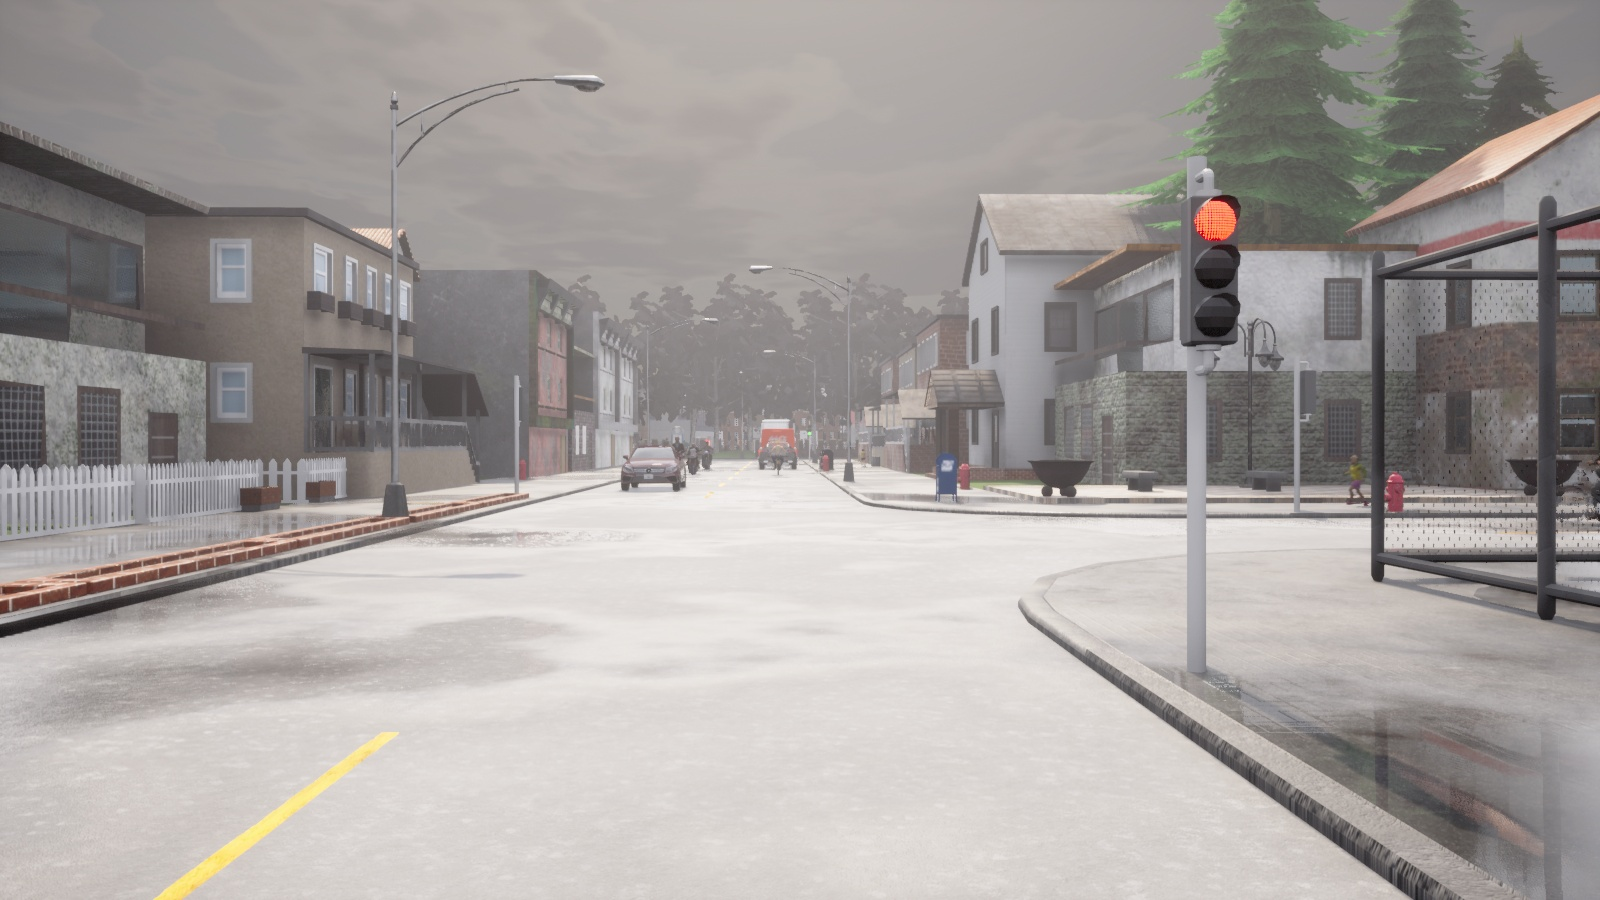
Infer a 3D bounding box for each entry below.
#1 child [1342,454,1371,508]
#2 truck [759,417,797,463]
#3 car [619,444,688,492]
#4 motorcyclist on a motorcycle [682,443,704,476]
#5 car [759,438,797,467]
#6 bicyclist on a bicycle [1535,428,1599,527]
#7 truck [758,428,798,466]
[{"bbox_3d":[11.996,0.671,27.069,0.473,1.160,0.299,0,0,-1],"label":"child"},{"bbox_3d":[-1.744,-0.798,99.381,2.891,3.462,7.936,0,0,-1],"label":"truck"},{"bbox_3d":[-4.706,0.538,40.827,1.812,1.442,4.674,0,0,-2],"label":"car"},{"bbox_3d":[-5.026,0.444,59.109,0.866,1.530,2.191,0,0,-1],"label":"motorcyclist on a motorcycle"},{"bbox_3d":[-1.275,0.112,73.007,2.152,1.651,5.027,0,0,-1],"label":"car"},{"bbox_3d":[14.492,0.500,22.853,1.843,1.776,0.659,0,0,-1],"label":"bicyclist on a bicycle"},{"bbox_3d":[-1.480,-0.222,84.395,2.627,2.467,5.204,0,0,-1],"label":"truck"}]
